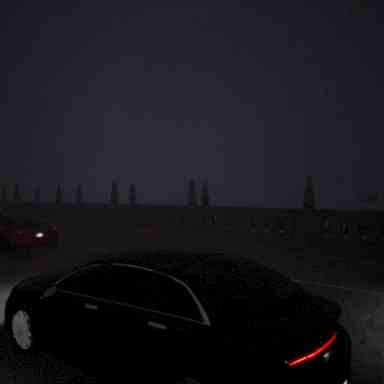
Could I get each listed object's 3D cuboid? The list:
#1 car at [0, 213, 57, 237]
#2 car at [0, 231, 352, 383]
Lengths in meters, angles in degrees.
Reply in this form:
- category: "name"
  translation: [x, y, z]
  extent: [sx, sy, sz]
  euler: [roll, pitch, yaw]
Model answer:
- category: "car"
  translation: [-7.274, 1.565, 13.486]
  extent: [4.181, 1.385, 1.994]
  euler: [0, 0, 36]
- category: "car"
  translation: [-0.593, 1.503, 4.417]
  extent: [4.892, 1.490, 1.837]
  euler: [0, 0, 36]
